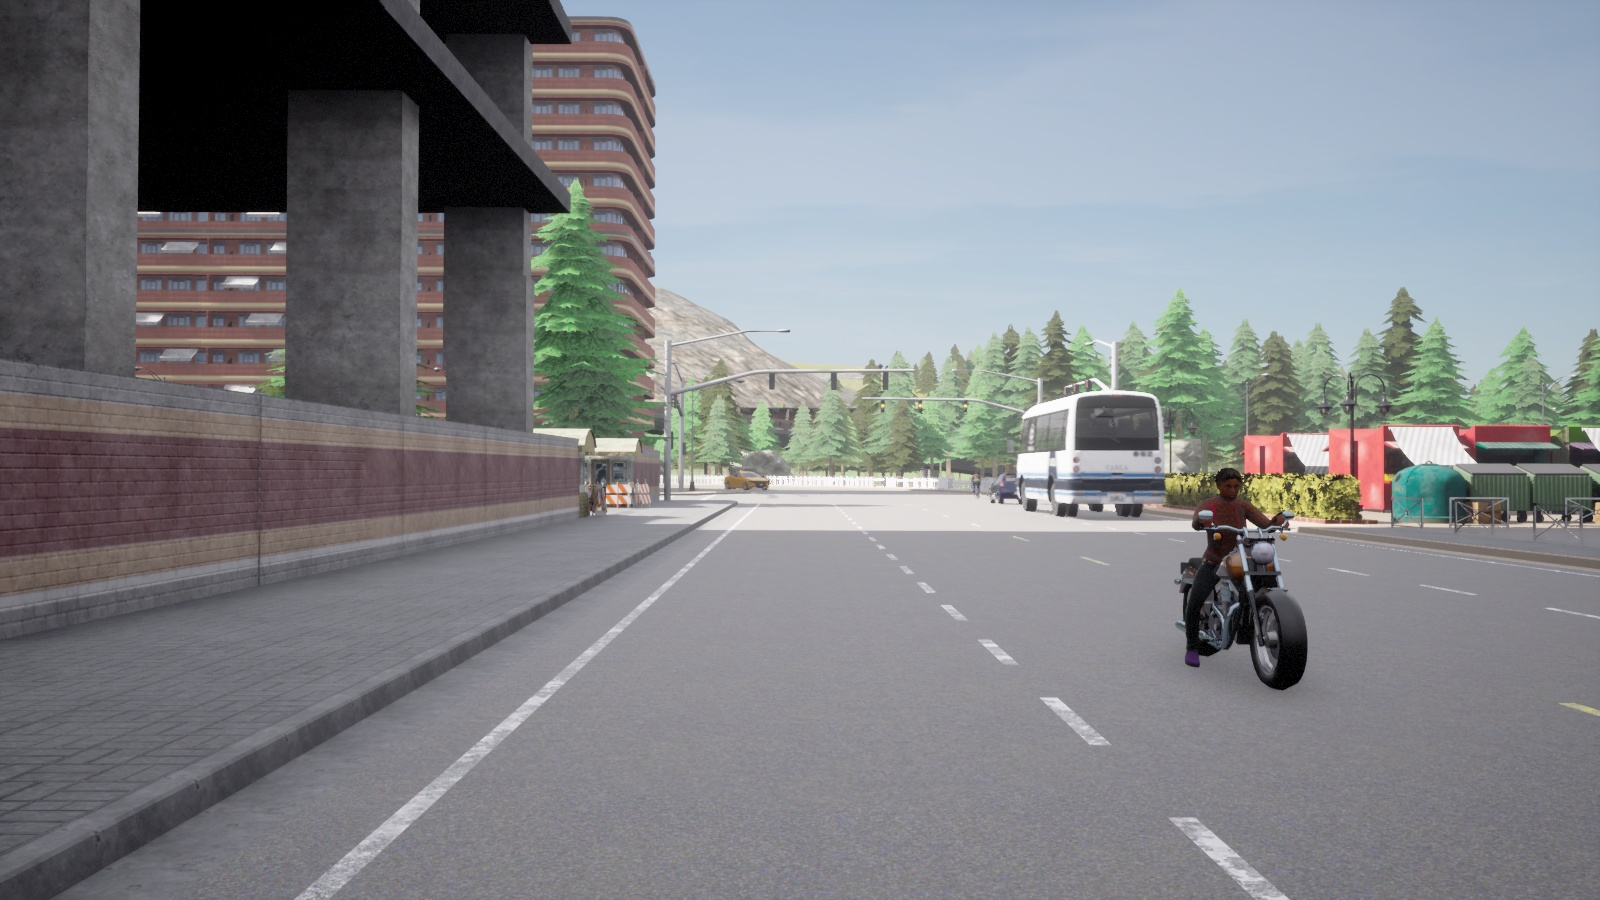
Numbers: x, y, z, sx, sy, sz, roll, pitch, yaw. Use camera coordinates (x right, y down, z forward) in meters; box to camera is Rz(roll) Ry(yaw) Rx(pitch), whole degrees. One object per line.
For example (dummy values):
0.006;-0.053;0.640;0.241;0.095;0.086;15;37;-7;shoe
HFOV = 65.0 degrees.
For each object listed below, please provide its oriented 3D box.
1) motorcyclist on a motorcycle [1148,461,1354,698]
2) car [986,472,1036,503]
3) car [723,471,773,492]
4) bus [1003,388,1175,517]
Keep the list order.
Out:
3.475;0.918;9.942;0.766;1.649;2.350;0;-1;0;motorcyclist on a motorcycle
10.346;1.840;61.757;1.845;1.501;3.633;0;-2;0;car
-4.121;2.454;98.245;1.882;1.535;5.008;0;-1;-29;car
10.378;0.178;46.629;3.944;4.253;10.273;0;-1;0;bus
